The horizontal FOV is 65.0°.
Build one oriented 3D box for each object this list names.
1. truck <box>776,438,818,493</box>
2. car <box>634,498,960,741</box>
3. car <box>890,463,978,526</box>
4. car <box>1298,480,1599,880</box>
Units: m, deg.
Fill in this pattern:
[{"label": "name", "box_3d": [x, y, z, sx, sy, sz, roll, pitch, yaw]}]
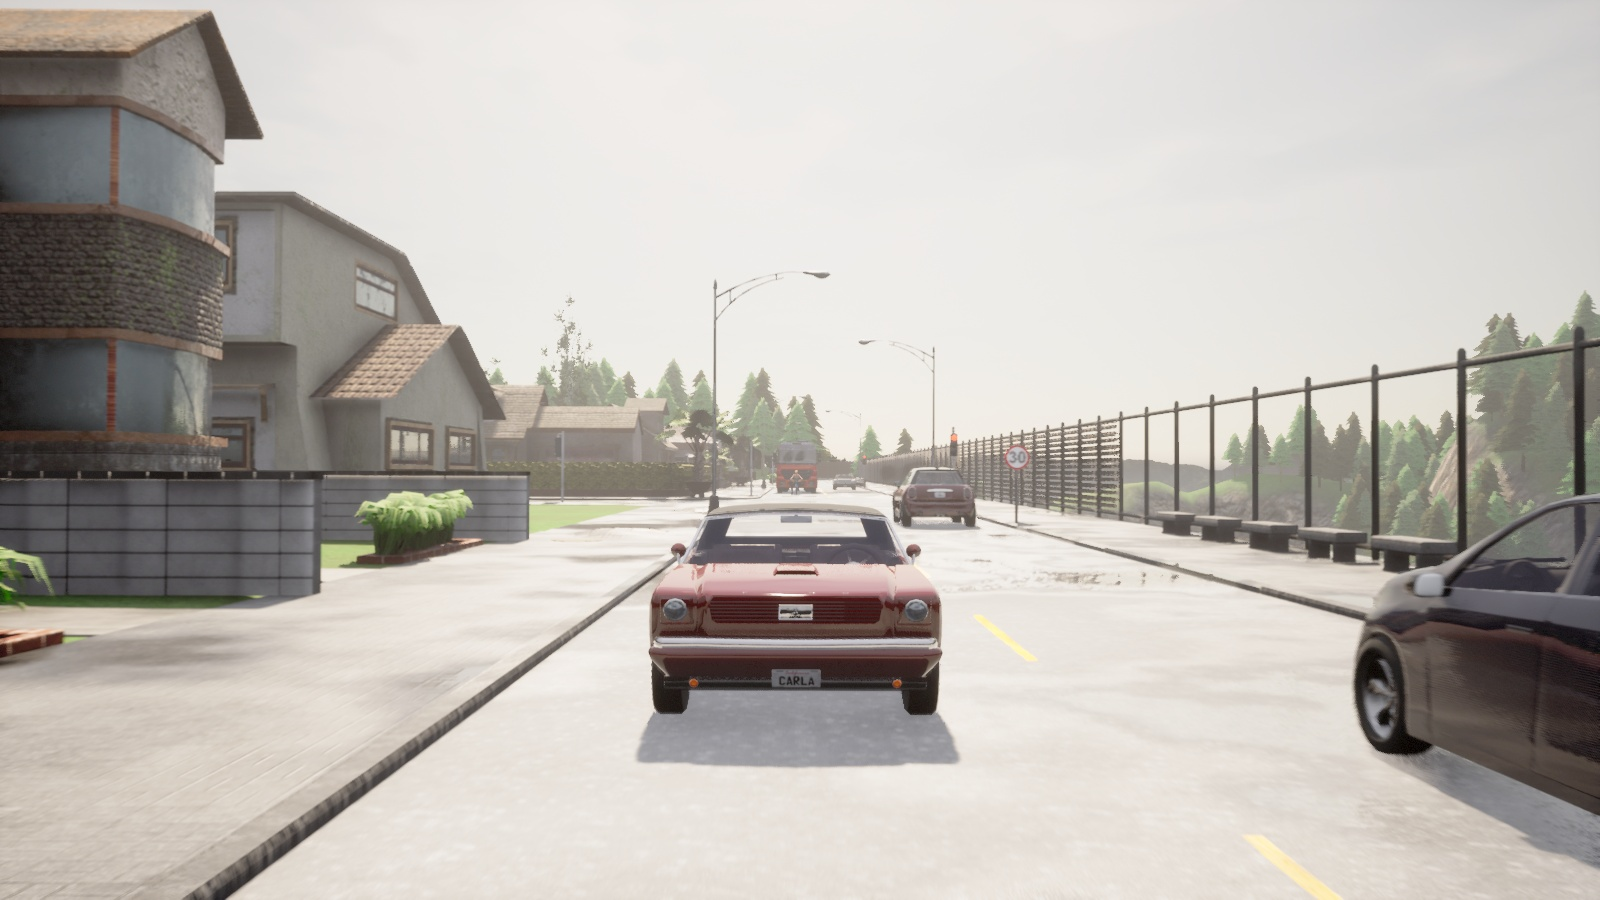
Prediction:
[{"label": "truck", "box_3d": [-0.228, 1.190, 91.911, 2.891, 3.827, 8.468, 0, -1, 0]}, {"label": "car", "box_3d": [-0.023, 1.077, 9.670, 1.895, 1.301, 4.718, 0, -1, 0]}, {"label": "car", "box_3d": [3.910, 1.283, 37.361, 2.097, 1.767, 4.553, 0, -1, 0]}, {"label": "car", "box_3d": [3.986, 0.911, 5.882, 1.845, 1.501, 3.633, 0, -1, 0]}]
